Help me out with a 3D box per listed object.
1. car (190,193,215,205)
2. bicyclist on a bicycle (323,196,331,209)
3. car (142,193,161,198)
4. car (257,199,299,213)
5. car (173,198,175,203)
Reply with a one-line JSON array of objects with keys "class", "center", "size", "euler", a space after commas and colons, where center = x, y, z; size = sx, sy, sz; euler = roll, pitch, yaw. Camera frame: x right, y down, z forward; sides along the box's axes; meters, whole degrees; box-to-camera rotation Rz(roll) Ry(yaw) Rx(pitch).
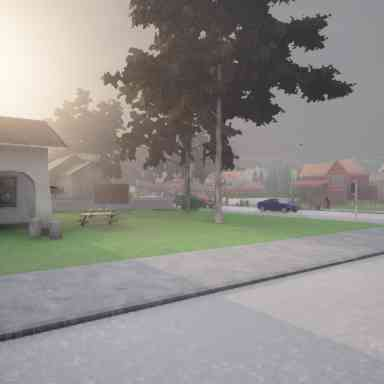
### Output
[{"class": "car", "center": [1.054, 1.224, 48.743], "size": [2.150, 2.045, 5.566], "euler": [0, 0, -35]}, {"class": "bicyclist on a bicycle", "center": [16.740, 1.349, 41.287], "size": [1.656, 1.620, 0.582], "euler": [0, 0, -36]}, {"class": "car", "center": [-8.411, 1.221, 69.103], "size": [2.150, 2.045, 5.566], "euler": [0, 0, -36]}, {"class": "car", "center": [9.525, 1.478, 36.938], "size": [1.882, 1.535, 5.008], "euler": [0, 0, -36]}, {"class": "car", "center": [-2.205, 1.547, 60.466], "size": [2.033, 1.411, 5.357], "euler": [0, 0, -35]}]
